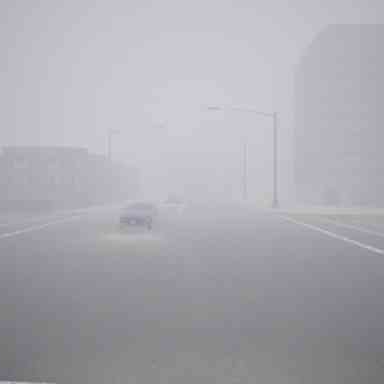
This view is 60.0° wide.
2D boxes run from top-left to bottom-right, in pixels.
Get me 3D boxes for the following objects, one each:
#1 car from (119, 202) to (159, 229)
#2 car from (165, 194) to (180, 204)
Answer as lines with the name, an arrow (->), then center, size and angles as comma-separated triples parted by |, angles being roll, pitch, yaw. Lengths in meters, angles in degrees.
car -> -3.192, 1.357, 20.795 | 1.882, 1.535, 5.008 | 0, 1, 1
car -> -2.772, 1.019, 48.071 | 1.994, 1.385, 4.181 | 0, 1, 1
